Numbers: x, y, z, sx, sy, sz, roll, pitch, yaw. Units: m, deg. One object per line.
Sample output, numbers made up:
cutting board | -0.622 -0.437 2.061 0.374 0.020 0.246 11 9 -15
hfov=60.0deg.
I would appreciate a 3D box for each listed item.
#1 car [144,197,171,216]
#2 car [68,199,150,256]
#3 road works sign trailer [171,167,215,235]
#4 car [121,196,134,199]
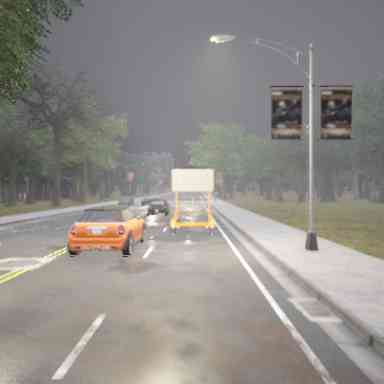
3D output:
car | -3.045 1.441 31.136 1.812 1.442 4.674 0 0 0
car | -3.128 1.324 13.080 2.097 1.767 4.553 0 0 0
road works sign trailer | 0.035 0.422 18.443 2.380 3.560 2.880 0 0 0
car | -9.584 1.345 48.793 1.837 1.490 4.892 0 0 1
